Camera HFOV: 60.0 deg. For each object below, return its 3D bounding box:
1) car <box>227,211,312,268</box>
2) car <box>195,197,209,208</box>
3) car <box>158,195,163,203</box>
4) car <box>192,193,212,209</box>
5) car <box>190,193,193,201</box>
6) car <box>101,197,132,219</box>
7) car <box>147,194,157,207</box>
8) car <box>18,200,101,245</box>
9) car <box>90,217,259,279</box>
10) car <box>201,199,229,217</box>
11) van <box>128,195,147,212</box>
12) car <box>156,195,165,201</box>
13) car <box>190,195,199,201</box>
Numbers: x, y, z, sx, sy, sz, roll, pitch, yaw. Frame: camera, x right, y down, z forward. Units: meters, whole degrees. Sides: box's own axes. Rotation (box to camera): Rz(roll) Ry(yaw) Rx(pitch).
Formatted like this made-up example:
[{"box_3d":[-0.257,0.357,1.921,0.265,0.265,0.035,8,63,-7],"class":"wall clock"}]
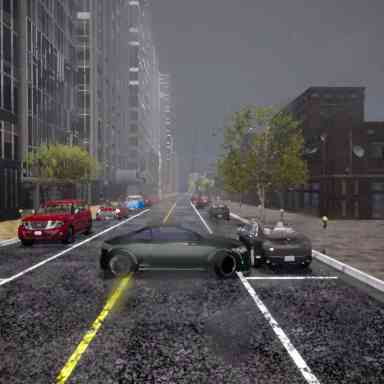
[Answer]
[{"box_3d":[2.561,1.548,11.105,2.008,1.369,4.403,-1,0,-1],"class":"car"},{"box_3d":[1.445,1.509,50.000,1.752,1.417,4.829,-1,0,-1],"class":"car"},{"box_3d":[-7.349,1.522,66.227,1.887,1.381,4.507,-1,0,-1],"class":"car"},{"box_3d":[1.586,1.301,44.298,2.192,1.841,5.009,-1,0,-1],"class":"car"},{"box_3d":[0.885,1.290,71.962,2.192,1.841,5.009,-1,0,-1],"class":"car"},{"box_3d":[-6.362,1.432,26.768,1.967,1.590,4.097,-1,0,-1],"class":"car"},{"box_3d":[-6.931,1.298,49.628,2.192,1.841,5.009,-1,0,-1],"class":"car"},{"box_3d":[-6.173,1.310,15.700,2.192,1.841,5.009,-1,0,-1],"class":"car"},{"box_3d":[-0.457,1.557,9.504,4.181,1.385,1.994,0,0,-1],"class":"car"},{"box_3d":[2.041,1.543,26.964,2.008,1.369,4.403,-1,0,-1],"class":"car"},{"box_3d":[-6.651,1.329,38.562,1.690,1.788,3.998,-1,0,-1],"class":"van"},{"box_3d":[-7.766,1.496,82.656,1.752,1.417,4.829,-1,0,-1],"class":"car"},{"box_3d":[0.608,1.537,83.027,1.947,1.339,4.313,-1,0,-1],"class":"car"}]
